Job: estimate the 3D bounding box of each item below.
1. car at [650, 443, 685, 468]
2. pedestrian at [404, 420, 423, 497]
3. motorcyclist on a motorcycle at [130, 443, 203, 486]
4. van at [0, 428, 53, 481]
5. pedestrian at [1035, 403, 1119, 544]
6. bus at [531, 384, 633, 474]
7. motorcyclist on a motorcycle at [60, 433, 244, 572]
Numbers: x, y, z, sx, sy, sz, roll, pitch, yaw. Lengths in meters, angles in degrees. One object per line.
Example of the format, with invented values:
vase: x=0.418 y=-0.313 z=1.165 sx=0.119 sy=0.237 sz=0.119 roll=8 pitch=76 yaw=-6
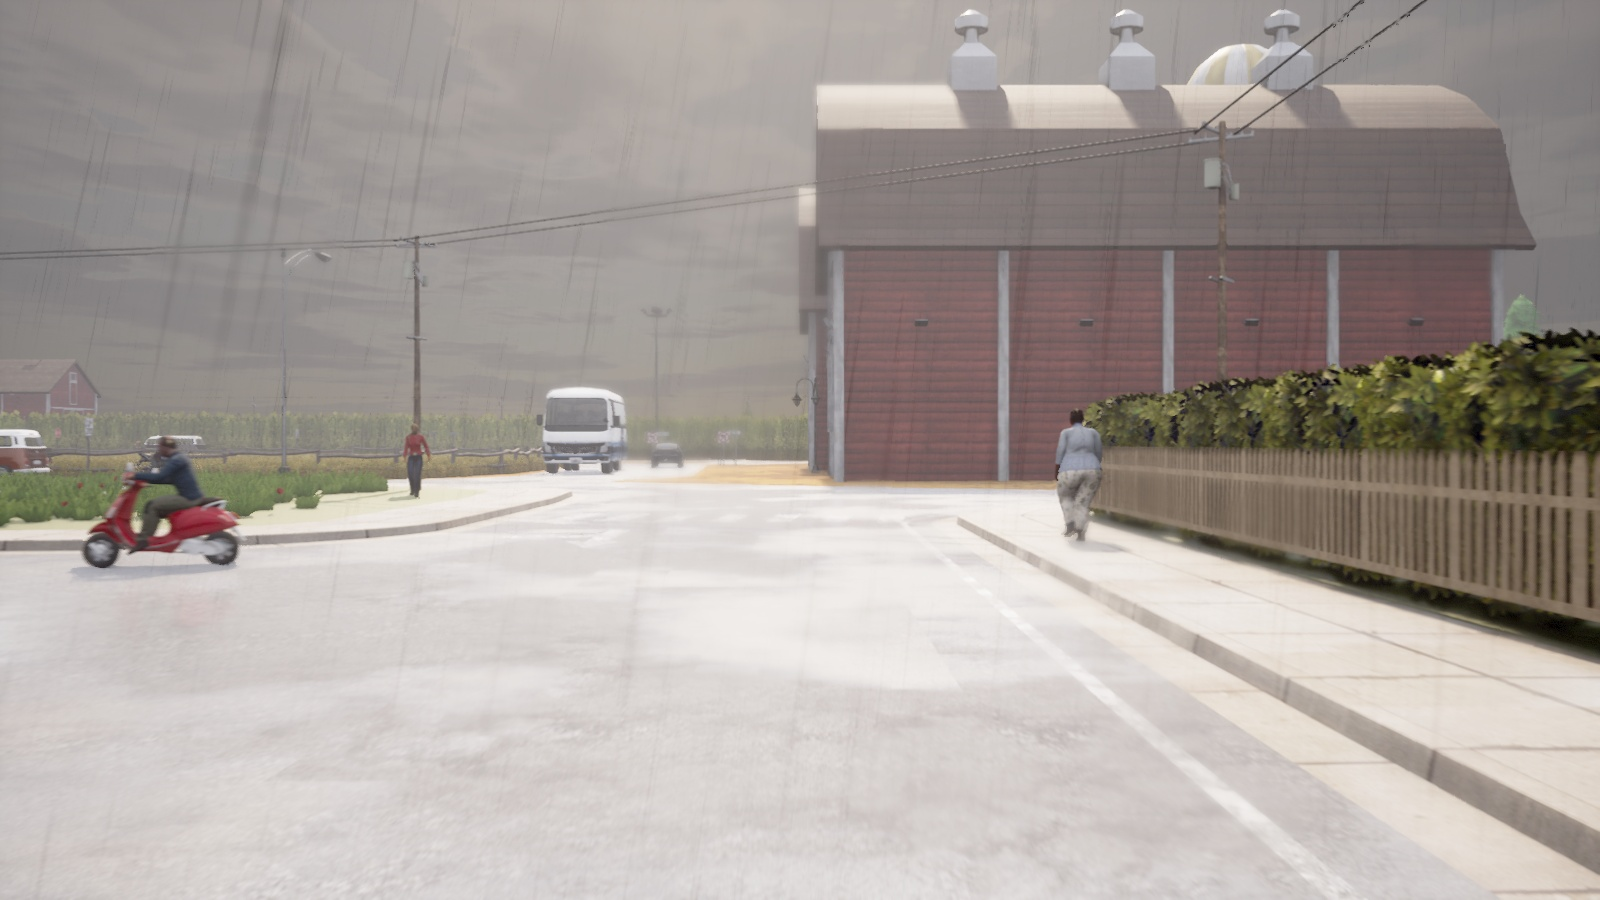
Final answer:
car: x=-8.098 y=0.311 z=77.035 sx=1.837 sy=1.490 sz=4.892 roll=0 pitch=0 yaw=-3
pedestrian: x=-9.356 y=0.204 z=30.412 sx=0.331 sy=1.846 sz=0.636 roll=0 pitch=0 yaw=-6
motorcyclist on a motorcycle: x=-22.770 y=0.509 z=45.181 sx=2.191 sy=1.530 sz=0.866 roll=0 pitch=0 yaw=0
van: x=-31.861 y=0.169 z=48.727 sx=4.480 sy=2.038 sz=2.069 roll=0 pitch=0 yaw=0
pedestrian: x=3.738 y=0.309 z=16.985 sx=0.874 sy=1.855 sz=0.900 roll=0 pitch=0 yaw=-5
bus: x=-10.991 y=-1.003 z=64.548 sx=3.944 sy=4.253 sz=10.273 roll=0 pitch=0 yaw=-3
motorcyclist on a motorcycle: x=-7.709 y=0.609 z=15.041 sx=1.817 sy=1.590 sz=0.866 roll=0 pitch=-1 yaw=-16
